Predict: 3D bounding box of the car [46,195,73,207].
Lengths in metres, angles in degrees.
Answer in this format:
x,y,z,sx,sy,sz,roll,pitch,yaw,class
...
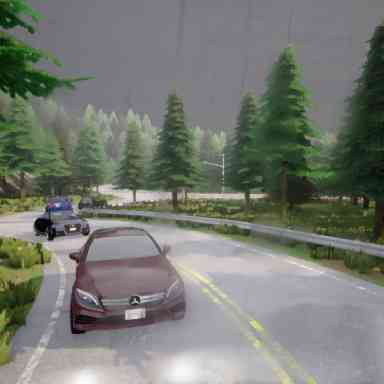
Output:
x,y,z,sx,sy,sz,roll,pitch,yaw,class
-12.830,1.326,32.225,2.150,2.045,5.566,-1,0,-18,car

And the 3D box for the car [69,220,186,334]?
x,y,z,sx,sy,sz,roll,pitch,yaw,class
-1.515,1.523,7.060,1.812,1.442,4.674,-2,0,-17,car

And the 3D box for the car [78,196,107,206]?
x,y,z,sx,sy,sz,roll,pitch,yaw,class
-12.676,1.289,42.811,2.097,1.767,4.553,2,2,13,car

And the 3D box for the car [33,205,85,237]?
x,y,z,sx,sy,sz,roll,pitch,yaw,class
-7.037,1.664,17.763,1.994,1.385,4.181,-4,2,-38,car
